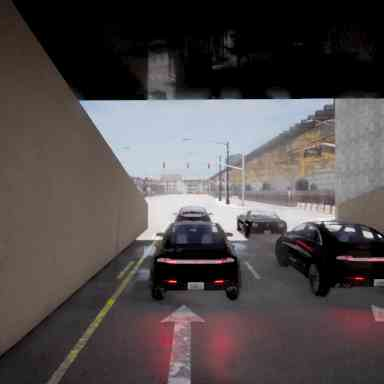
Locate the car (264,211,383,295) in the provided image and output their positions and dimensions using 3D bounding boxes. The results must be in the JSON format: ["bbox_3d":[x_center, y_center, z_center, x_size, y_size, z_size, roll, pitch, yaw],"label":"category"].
[{"bbox_3d":[3.567,1.491,8.680,2.128,1.511,4.902,0,0,0],"label":"car"}]

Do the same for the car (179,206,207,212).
[{"bbox_3d":[0.049,1.504,17.587,1.837,1.490,4.892,0,0,0],"label":"car"}]

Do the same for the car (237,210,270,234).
[{"bbox_3d":[3.549,1.600,17.833,1.895,1.301,4.718,0,0,0],"label":"car"}]

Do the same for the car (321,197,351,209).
[{"bbox_3d":[17.460,1.294,40.186,1.853,1.218,4.536,0,0,45],"label":"car"}]

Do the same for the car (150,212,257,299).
[{"bbox_3d":[0.067,1.491,8.467,2.128,1.511,4.902,0,0,0],"label":"car"}]

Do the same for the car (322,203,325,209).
[{"bbox_3d":[17.424,1.452,40.149,2.038,1.542,4.974,0,0,45],"label":"car"}]

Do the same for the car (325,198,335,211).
[{"bbox_3d":[17.332,1.452,35.542,2.038,1.542,4.974,0,0,-35],"label":"car"}]
